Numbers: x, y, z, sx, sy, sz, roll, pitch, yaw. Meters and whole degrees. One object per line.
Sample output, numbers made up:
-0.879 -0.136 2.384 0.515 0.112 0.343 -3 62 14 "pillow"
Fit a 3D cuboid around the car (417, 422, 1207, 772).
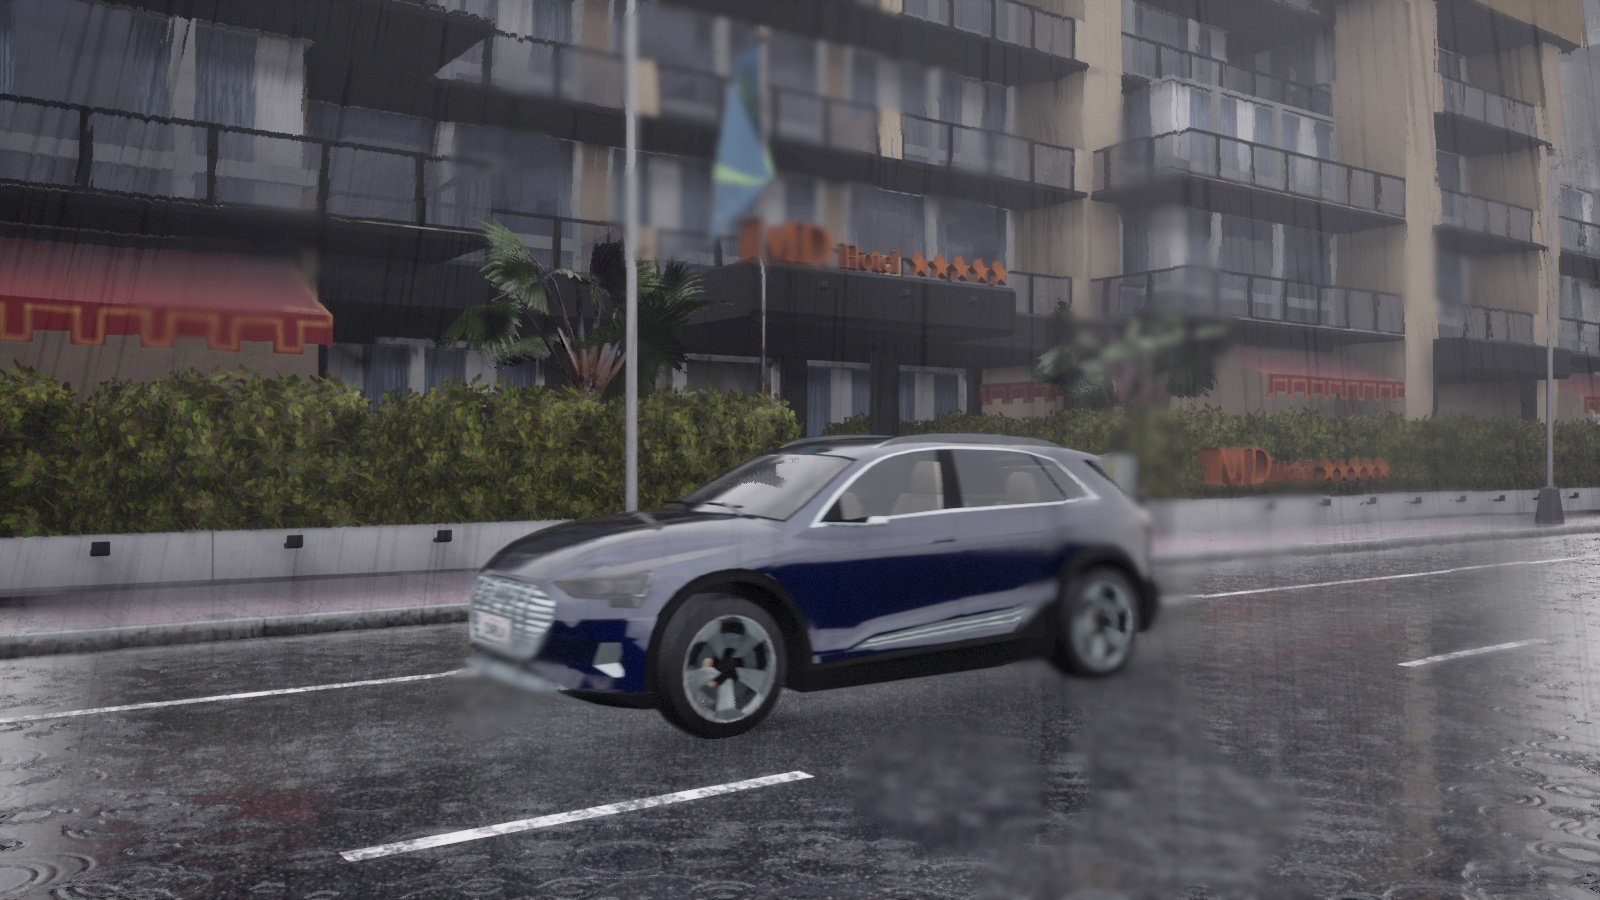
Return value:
0.261 0.694 8.149 4.856 1.649 2.033 0 0 -36 "car"
